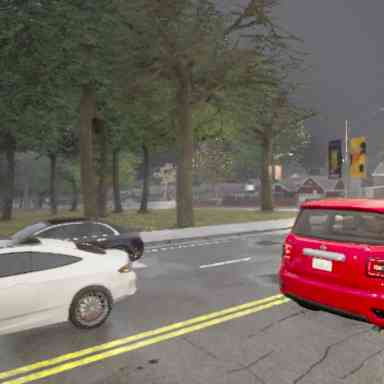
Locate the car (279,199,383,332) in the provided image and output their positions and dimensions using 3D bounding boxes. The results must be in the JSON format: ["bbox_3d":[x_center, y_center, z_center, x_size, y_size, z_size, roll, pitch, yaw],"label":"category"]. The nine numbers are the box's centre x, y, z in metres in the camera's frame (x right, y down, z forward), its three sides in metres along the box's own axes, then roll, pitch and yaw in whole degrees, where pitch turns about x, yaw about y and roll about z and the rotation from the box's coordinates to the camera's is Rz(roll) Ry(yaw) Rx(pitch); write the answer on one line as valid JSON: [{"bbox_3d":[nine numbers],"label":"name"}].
[{"bbox_3d":[4.075,1.158,6.350,5.566,2.045,2.150,0,0,-35],"label":"car"}]

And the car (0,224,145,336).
[{"bbox_3d":[-3.185,1.522,5.372,4.674,1.442,1.812,-1,0,-35],"label":"car"}]

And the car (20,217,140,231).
[{"bbox_3d":[-3.663,1.489,9.013,4.892,1.490,1.837,0,0,-35],"label":"car"}]
